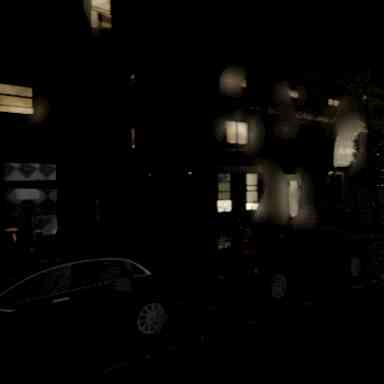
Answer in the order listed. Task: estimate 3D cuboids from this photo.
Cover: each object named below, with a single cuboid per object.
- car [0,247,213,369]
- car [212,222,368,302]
[{"bbox_3d":[-2.105,1.597,5.013,4.403,1.369,2.008,-1,0,-34],"label":"car"},{"bbox_3d":[2.464,1.481,8.116,4.507,1.381,1.887,-1,0,-34],"label":"car"}]
